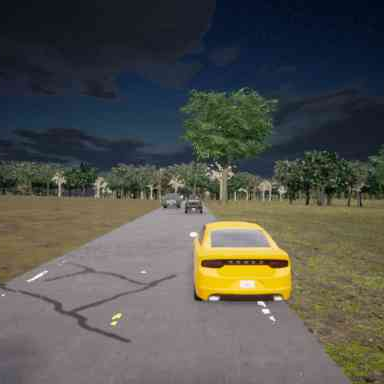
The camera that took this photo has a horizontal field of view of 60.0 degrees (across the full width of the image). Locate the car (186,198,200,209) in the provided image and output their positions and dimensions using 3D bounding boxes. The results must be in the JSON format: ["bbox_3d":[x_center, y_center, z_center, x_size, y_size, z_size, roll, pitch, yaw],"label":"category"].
[{"bbox_3d":[0.176,1.591,46.242,1.895,1.301,4.718,0,0,1],"label":"car"}]

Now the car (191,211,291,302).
[{"bbox_3d":[0.986,1.476,8.364,1.882,1.535,5.008,0,0,0],"label":"car"}]

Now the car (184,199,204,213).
[{"bbox_3d":[0.180,1.475,35.861,1.837,1.490,4.892,0,0,0],"label":"car"}]

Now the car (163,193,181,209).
[{"bbox_3d":[-2.618,1.206,44.160,2.150,2.045,5.566,0,0,0],"label":"car"}]
